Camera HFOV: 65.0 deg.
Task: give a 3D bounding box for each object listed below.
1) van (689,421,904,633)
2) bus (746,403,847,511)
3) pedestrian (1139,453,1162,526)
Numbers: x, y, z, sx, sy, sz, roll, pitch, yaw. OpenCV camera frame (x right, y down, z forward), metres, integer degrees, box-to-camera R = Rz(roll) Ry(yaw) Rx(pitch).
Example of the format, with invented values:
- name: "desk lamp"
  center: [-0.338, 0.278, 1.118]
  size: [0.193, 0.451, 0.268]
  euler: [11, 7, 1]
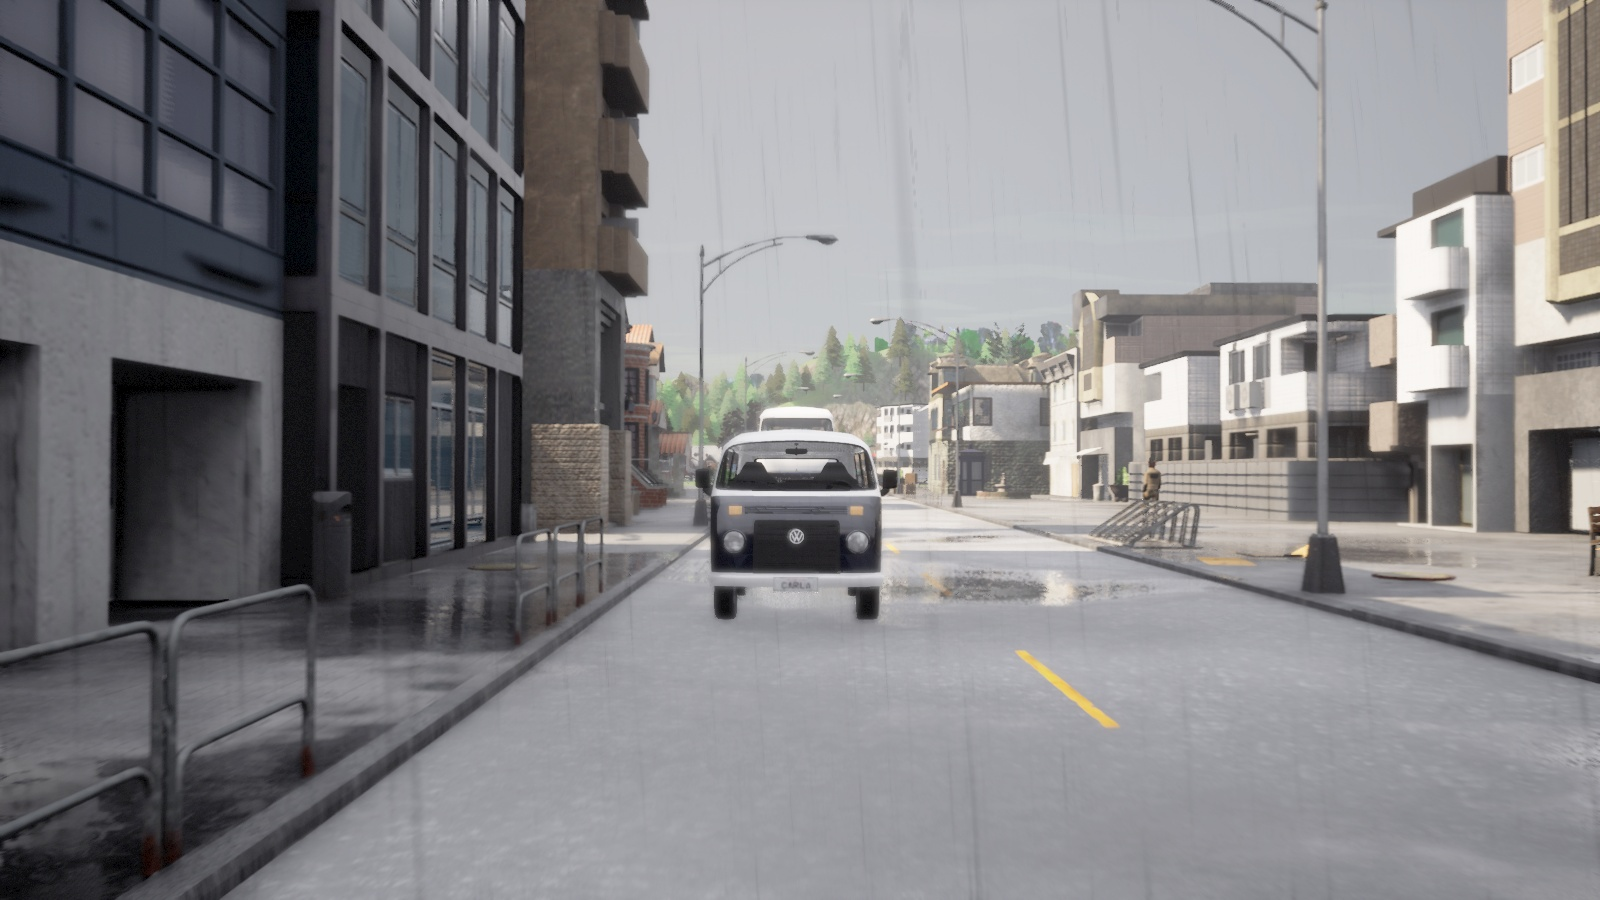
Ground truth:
- name: "van"
  center: [-0.039, 0.779, 14.369]
  size: [2.069, 2.038, 4.480]
  euler: [0, -1, 0]
- name: "bus"
  center: [-0.148, 0.351, 54.515]
  size: [3.944, 4.253, 10.273]
  euler: [0, -1, 0]
- name: "pedestrian"
  center: [9.417, 1.051, 33.738]
  size: [0.396, 1.930, 0.692]
  euler: [0, -1, -1]
